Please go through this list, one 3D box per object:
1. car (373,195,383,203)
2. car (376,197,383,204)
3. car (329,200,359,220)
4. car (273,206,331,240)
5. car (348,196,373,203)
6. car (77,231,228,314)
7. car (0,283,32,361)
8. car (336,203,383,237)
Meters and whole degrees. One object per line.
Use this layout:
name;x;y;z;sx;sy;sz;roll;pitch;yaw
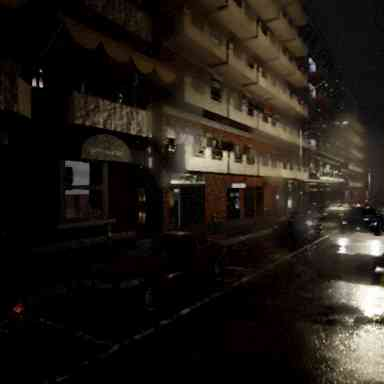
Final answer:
car;33.156;1.628;59.289;2.008;1.369;4.403;-1;-1;33
car;39.298;1.670;68.660;1.802;1.307;4.206;-1;-1;33
car;11.662;1.593;26.491;2.008;1.369;4.403;-1;-1;33
car;5.521;1.584;17.120;2.008;1.369;4.403;-1;-1;33
car;17.800;1.367;35.864;2.192;1.841;5.009;-1;-1;33
car;-0.621;1.607;7.748;1.802;1.307;4.206;-1;-1;33
car;-3.691;1.602;3.063;1.802;1.307;4.206;-1;-1;33
car;9.548;1.552;18.500;1.812;1.442;4.674;0;0;33
